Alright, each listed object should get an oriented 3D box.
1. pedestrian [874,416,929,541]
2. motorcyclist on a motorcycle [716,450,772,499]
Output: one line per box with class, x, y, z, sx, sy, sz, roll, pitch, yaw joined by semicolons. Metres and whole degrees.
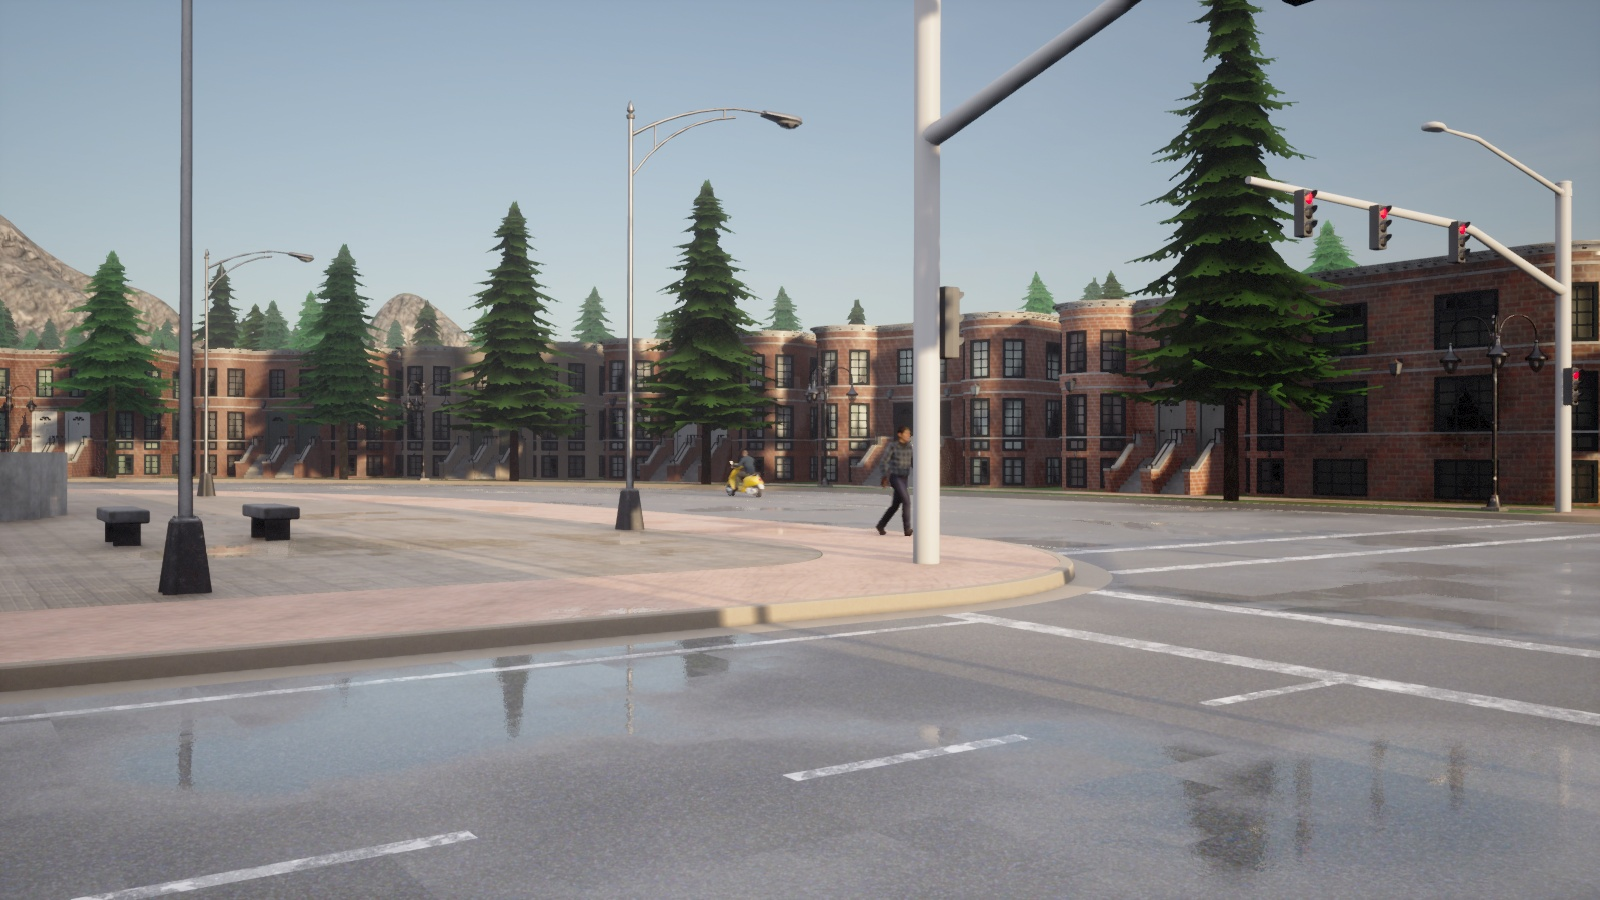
pedestrian;1.619;0.449;20.090;0.423;1.949;0.788;0;0;-42
motorcyclist on a motorcycle;-1.899;0.805;42.069;0.866;1.590;1.817;-1;0;-45
